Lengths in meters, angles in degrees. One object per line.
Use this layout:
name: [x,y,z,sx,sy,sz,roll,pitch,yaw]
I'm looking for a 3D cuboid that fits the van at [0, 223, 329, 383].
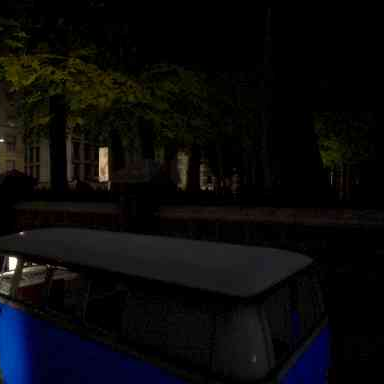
van: [-0.716,1.341,3.373,3.998,1.788,1.690,0,0,36]
